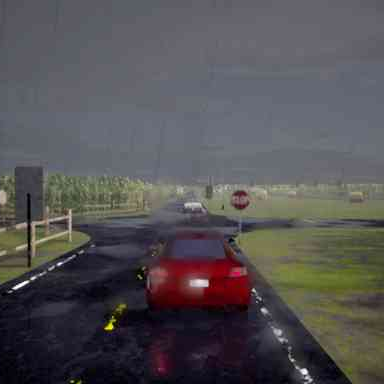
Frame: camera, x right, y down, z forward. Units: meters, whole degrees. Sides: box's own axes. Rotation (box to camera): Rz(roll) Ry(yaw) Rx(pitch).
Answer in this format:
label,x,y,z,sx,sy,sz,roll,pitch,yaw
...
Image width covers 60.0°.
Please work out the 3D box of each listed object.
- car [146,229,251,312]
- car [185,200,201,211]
label,x,y,z,sx,sy,sz,roll,pitch,yaw
car,0.109,1.561,7.804,1.994,1.385,4.181,0,0,0
car,0.121,1.557,39.109,1.895,1.301,4.718,0,0,0
